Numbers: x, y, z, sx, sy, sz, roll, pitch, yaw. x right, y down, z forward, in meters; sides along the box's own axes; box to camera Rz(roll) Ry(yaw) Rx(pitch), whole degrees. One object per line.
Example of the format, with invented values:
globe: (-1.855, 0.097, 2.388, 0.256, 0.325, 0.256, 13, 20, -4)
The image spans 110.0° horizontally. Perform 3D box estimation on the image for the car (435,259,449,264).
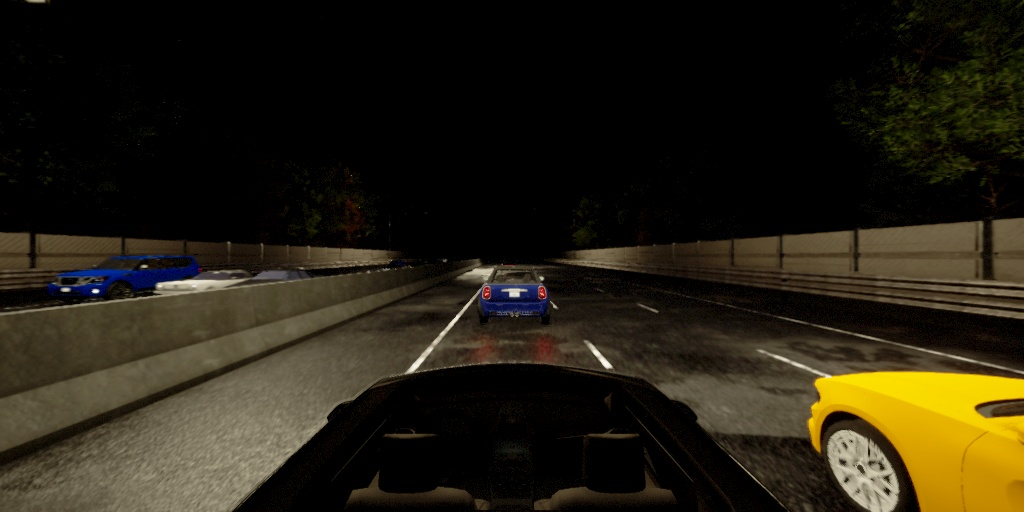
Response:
car: (-11.476, 1.255, 59.001, 2.128, 1.511, 4.902, 0, 0, -1)

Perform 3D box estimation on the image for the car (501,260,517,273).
car: (-0.421, 1.267, 44.258, 1.837, 1.490, 4.892, 0, 0, -1)

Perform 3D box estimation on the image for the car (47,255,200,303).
car: (-17.673, 0.979, 16.936, 2.150, 2.045, 5.566, 0, 0, -1)

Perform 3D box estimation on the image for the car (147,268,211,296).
car: (-14.177, 1.358, 17.301, 1.895, 1.301, 4.718, 0, 0, -1)

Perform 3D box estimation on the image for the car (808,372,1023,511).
car: (3.593, 1.226, 1.145, 1.882, 1.535, 5.008, 0, 0, 0)

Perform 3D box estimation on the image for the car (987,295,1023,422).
car: (7.092, 1.253, 2.210, 1.837, 1.490, 4.892, 0, 0, 0)

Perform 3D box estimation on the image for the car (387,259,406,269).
car: (-18.441, 1.288, 57.567, 1.812, 1.442, 4.674, 0, 0, -1)

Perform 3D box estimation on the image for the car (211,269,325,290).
car: (-10.669, 1.304, 16.686, 2.033, 1.411, 5.357, 0, 0, 0)

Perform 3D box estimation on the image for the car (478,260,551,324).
car: (0.058, 1.105, 12.192, 2.097, 1.767, 4.553, 0, 0, 0)

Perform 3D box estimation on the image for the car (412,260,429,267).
car: (-14.960, 1.364, 58.686, 1.895, 1.301, 4.718, 0, 0, -1)
